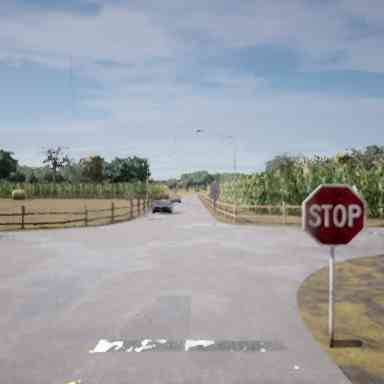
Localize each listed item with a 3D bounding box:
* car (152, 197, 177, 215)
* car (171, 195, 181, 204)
[{"bbox_3d":[-2.797,1.498,32.506,1.895,1.301,4.718,0,0,0],"label":"car"},{"bbox_3d":[-2.812,1.189,57.128,1.882,1.535,5.008,0,1,0],"label":"car"}]
